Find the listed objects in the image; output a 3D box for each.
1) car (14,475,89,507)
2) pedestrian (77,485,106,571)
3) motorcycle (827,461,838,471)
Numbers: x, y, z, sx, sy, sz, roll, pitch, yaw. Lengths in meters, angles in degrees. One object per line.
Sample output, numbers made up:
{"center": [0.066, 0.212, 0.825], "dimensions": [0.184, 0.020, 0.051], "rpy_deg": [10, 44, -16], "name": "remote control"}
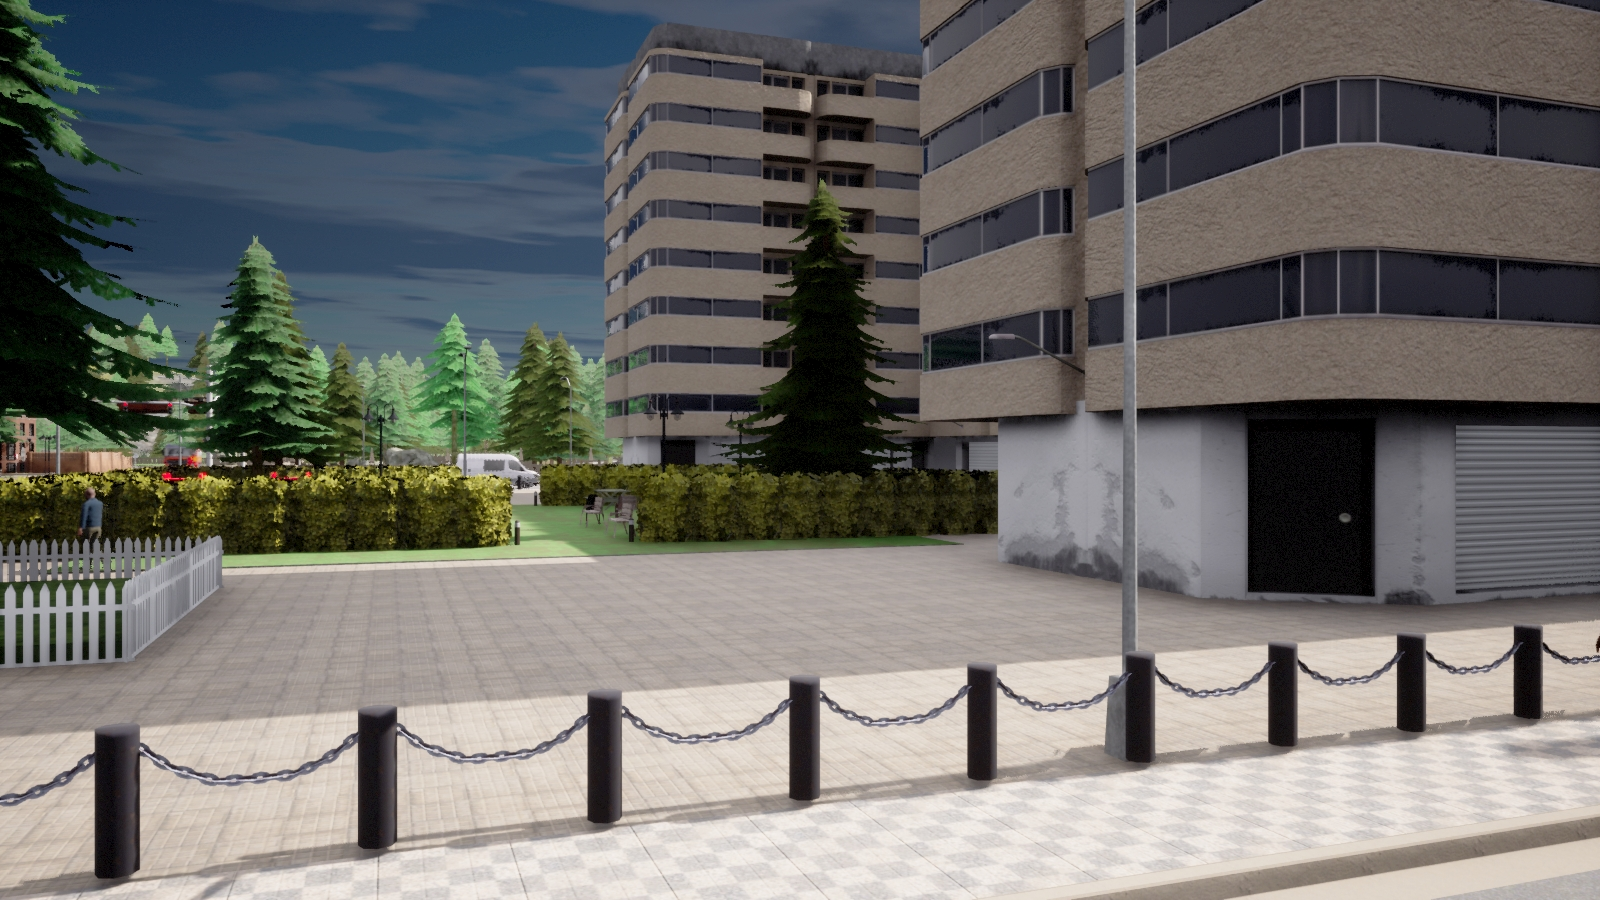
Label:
{"center": [-38.243, 2.063, 58.523], "dimensions": [2.163, 1.488, 4.792], "rpy_deg": [0, 0, -20], "name": "car"}
{"center": [-15.420, 1.690, 24.874], "dimensions": [0.375, 1.860, 0.375], "rpy_deg": [0, 0, 15], "name": "pedestrian"}
{"center": [4.304, 2.130, 152.207], "dimensions": [0.803, 1.199, 2.033], "rpy_deg": [0, 0, -19], "name": "motorcycle"}
